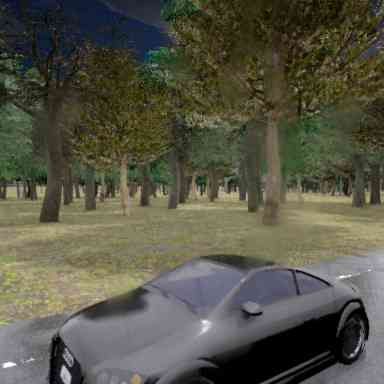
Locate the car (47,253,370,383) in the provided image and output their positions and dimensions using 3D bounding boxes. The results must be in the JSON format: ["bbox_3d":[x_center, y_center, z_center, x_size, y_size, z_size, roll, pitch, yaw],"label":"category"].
[{"bbox_3d":[0.432,1.568,4.300,4.181,1.385,1.994,0,0,-35],"label":"car"}]
